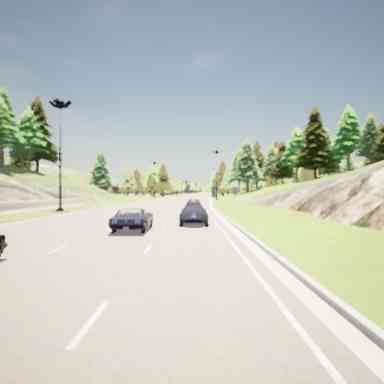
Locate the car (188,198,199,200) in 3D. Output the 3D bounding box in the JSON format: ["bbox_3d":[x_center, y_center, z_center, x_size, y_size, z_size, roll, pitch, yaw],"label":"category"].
[{"bbox_3d":[0.194,1.485,40.802,2.033,1.411,5.357,0,0,1],"label":"car"}]

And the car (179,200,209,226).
[{"bbox_3d":[0.124,1.528,23.342,1.994,1.385,4.181,0,0,0],"label":"car"}]

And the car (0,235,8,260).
[{"bbox_3d":[-6.889,1.587,8.669,1.895,1.301,4.718,0,0,0],"label":"car"}]

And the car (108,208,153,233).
[{"bbox_3d":[-3.380,1.571,19.334,1.895,1.301,4.718,0,0,0],"label":"car"}]
